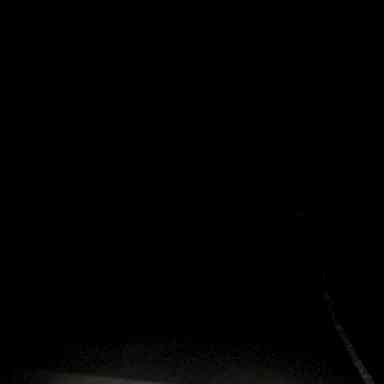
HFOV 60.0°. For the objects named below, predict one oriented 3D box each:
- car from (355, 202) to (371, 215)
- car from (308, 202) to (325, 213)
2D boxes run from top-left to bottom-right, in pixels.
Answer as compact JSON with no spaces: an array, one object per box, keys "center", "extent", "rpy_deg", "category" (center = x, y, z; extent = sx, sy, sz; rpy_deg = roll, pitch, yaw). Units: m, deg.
[{"center":[19.187,1.984,39.796],"extent":[5.008,1.535,1.882],"rpy_deg":[1,-1,-27],"category":"car"},{"center":[17.010,2.001,42.602],"extent":[4.902,1.511,2.128],"rpy_deg":[1,-1,-27],"category":"car"}]
